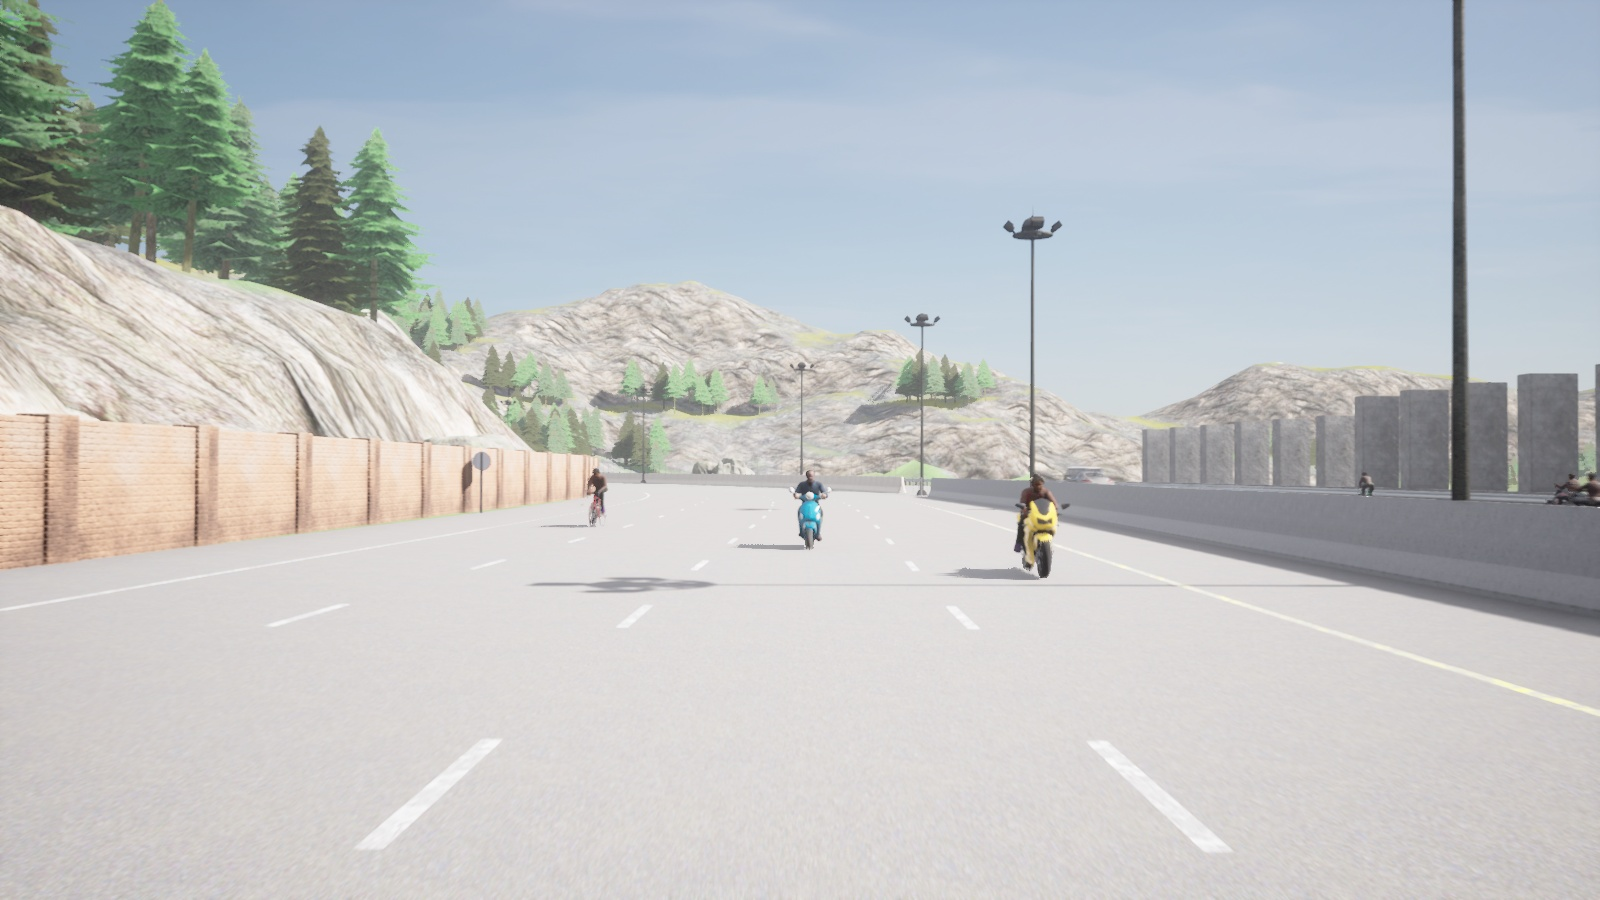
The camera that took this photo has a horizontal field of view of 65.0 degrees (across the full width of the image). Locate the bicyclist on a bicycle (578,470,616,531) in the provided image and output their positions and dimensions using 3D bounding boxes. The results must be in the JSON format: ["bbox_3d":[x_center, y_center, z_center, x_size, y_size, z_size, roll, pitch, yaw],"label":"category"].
[{"bbox_3d":[-5.532,1.364,34.333,0.582,1.620,1.656,0,-1,7],"label":"bicyclist on a bicycle"}]

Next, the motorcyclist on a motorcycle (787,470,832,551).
[{"bbox_3d":[0.209,1.191,25.331,0.866,1.590,1.817,0,-1,1],"label":"motorcyclist on a motorcycle"}]

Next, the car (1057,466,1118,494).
[{"bbox_3d":[17.253,1.790,75.643,2.152,1.651,5.027,0,-1,-5],"label":"car"}]

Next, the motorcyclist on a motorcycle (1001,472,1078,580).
[{"bbox_3d":[3.574,1.099,18.906,0.797,1.523,2.044,0,-1,1],"label":"motorcyclist on a motorcycle"}]

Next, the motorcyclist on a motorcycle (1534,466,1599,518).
[{"bbox_3d":[25.027,1.351,40.966,0.766,1.649,2.350,0,-1,1],"label":"motorcyclist on a motorcycle"}]

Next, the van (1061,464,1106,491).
[{"bbox_3d":[21.542,2.082,95.603,1.775,1.987,4.442,0,-1,-11],"label":"van"}]

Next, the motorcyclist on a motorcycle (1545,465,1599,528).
[{"bbox_3d":[21.398,1.253,34.288,0.766,1.649,2.350,0,-1,1],"label":"motorcyclist on a motorcycle"}]
